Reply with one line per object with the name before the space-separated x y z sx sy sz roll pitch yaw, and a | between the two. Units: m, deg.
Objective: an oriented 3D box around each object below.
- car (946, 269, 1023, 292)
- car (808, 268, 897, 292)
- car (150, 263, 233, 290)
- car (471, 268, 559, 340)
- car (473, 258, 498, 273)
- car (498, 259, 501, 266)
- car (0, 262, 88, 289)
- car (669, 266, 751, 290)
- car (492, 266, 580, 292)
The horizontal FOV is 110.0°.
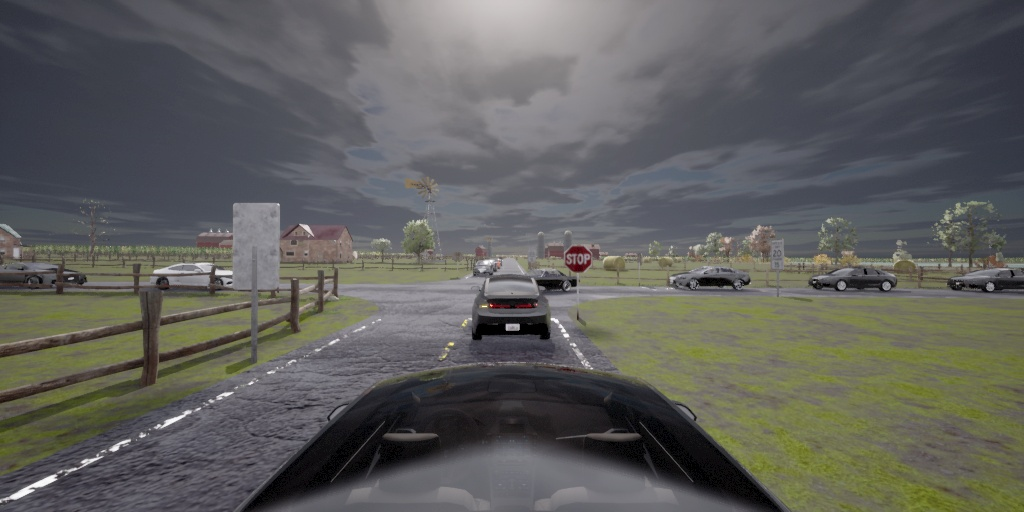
car | 31.682 1.587 23.579 4.892 1.490 1.837 1 -1 -1
car | 22.179 1.499 23.449 4.892 1.490 1.837 1 -1 -1
car | -17.261 1.104 19.921 4.674 1.442 1.812 1 -1 -1
car | -0.082 1.256 9.981 1.837 1.490 4.892 0 0 -2
car | -2.897 1.243 36.901 2.128 1.511 4.902 0 0 0
car | -2.901 1.241 46.242 2.128 1.511 4.902 0 0 0
car | -26.381 1.048 19.790 4.181 1.385 1.994 1 -1 -1
car | 12.778 1.396 23.269 4.902 1.511 2.128 1 -1 -2
car | 1.482 1.369 20.029 4.718 1.301 1.895 1 0 -35
